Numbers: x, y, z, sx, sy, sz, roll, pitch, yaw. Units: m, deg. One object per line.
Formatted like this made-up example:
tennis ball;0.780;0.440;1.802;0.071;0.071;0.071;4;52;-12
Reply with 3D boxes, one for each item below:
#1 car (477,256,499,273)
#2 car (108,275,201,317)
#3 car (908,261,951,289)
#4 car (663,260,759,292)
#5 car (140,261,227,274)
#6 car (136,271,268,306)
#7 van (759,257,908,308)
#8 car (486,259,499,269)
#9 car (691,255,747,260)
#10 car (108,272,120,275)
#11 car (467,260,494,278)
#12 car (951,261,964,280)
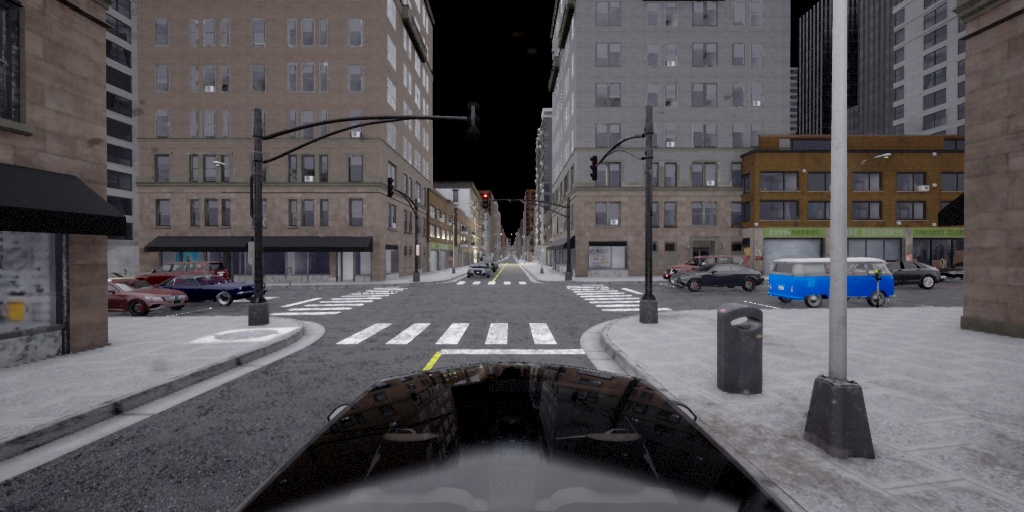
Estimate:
car;-3.080;0.985;44.750;2.150;2.045;5.566;0;0;0
car;-14.814;1.528;13.636;4.207;1.307;1.802;0;0;0
car;20.293;0.981;19.570;4.892;1.490;1.837;-1;0;0
car;11.108;1.114;19.567;4.674;1.442;1.812;-1;0;1
car;-20.338;1.270;22.149;5.009;1.841;2.192;0;0;0
car;-13.949;1.517;16.300;4.718;1.301;1.895;-1;0;0
van;12.123;0.957;13.693;3.998;1.789;1.690;0;0;0
car;-3.059;1.290;56.717;1.837;1.490;4.892;0;-1;0
car;12.103;0.872;22.219;5.009;1.841;2.192;0;0;0
car;-26.012;1.551;22.137;4.829;1.417;1.751;0;0;0
car;-3.088;1.320;34.284;1.994;1.385;4.181;0;0;0
car;28.931;0.916;22.255;4.313;1.339;1.948;0;0;0
